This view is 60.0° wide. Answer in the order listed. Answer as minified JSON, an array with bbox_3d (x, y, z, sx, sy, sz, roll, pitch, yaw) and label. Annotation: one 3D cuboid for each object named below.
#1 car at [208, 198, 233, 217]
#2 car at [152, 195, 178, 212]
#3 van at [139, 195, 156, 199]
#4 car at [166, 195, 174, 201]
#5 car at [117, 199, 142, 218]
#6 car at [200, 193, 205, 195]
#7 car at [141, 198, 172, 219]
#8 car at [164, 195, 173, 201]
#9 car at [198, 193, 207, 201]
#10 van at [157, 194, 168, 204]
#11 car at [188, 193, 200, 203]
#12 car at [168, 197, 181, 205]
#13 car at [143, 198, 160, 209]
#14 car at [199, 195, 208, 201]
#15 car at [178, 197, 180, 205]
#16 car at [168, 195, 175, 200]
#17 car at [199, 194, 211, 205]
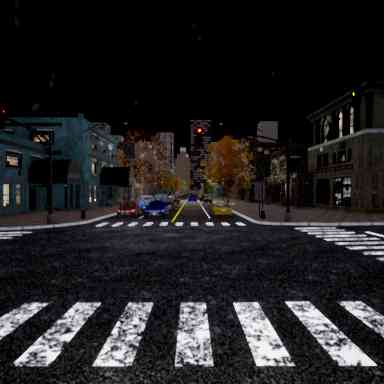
[{"bbox_3d":[2.706,1.515,30.513,1.752,1.417,4.829,-1,0,0],"label":"car"},{"bbox_3d":[-3.076,1.479,38.801,2.128,1.511,4.902,0,0,0],"label":"car"},{"bbox_3d":[-5.669,1.327,41.441,1.690,1.788,3.998,0,0,0],"label":"van"},{"bbox_3d":[-5.642,1.514,85.811,1.887,1.381,4.507,0,0,0],"label":"car"},{"bbox_3d":[-5.674,1.572,30.348,1.802,1.307,4.206,0,0,0],"label":"car"},{"bbox_3d":[2.732,1.540,74.714,1.947,1.339,4.313,-1,0,0],"label":"car"},{"bbox_3d":[-3.099,1.516,29.602,1.812,1.442,4.674,0,0,0],"label":"car"},{"bbox_3d":[-5.645,1.537,80.265,1.947,1.339,4.313,0,0,0],"label":"car"},{"bbox_3d":[2.737,1.284,85.806,2.192,1.841,5.009,-1,0,0],"label":"car"},{"bbox_3d":[-5.656,1.319,63.626,1.690,1.788,3.998,0,0,0],"label":"van"},{"bbox_3d":[0.109,1.453,70.776,1.882,1.535,5.008,0,0,0],"label":"car"},{"bbox_3d":[-3.029,1.581,58.035,1.895,1.301,4.718,0,0,0],"label":"car"},{"bbox_3d":[-5.665,1.529,46.988,1.887,1.381,4.507,0,0,0],"label":"car"},{"bbox_3d":[2.736,1.516,80.260,1.887,1.381,4.507,-1,0,0],"label":"car"},{"bbox_3d":[-3.064,1.548,47.925,1.994,1.385,4.181,0,0,0],"label":"car"},{"bbox_3d":[-5.639,1.548,91.357,1.802,1.307,4.206,0,0,0],"label":"car"},{"bbox_3d":[2.723,1.531,58.075,2.008,1.369,4.403,-1,0,0],"label":"car"}]
